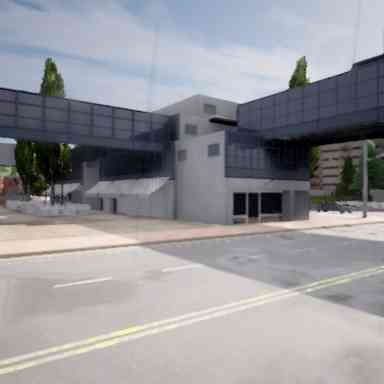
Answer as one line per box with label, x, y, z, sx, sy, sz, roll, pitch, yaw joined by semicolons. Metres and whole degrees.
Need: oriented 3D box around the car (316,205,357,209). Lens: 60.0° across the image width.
car;16.440;1.721;38.923;2.033;1.411;5.357;1;0;-36
